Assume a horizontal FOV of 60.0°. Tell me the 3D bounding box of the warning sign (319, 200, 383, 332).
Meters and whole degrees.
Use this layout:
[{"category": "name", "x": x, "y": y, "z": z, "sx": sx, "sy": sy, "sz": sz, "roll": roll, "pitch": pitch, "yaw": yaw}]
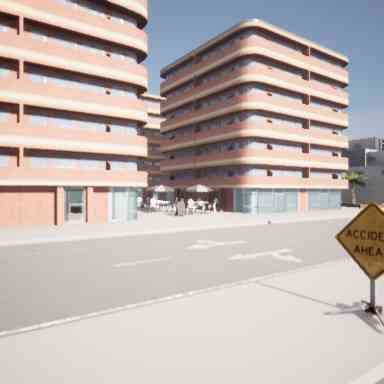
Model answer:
[{"category": "warning sign", "x": 2.971, "y": 1.087, "z": 5.435, "sx": 1.060, "sy": 1.860, "sz": 1.300, "roll": 0, "pitch": 0, "yaw": -36}]
